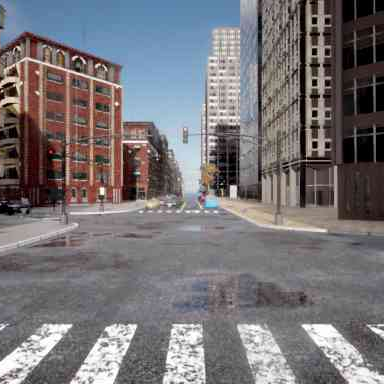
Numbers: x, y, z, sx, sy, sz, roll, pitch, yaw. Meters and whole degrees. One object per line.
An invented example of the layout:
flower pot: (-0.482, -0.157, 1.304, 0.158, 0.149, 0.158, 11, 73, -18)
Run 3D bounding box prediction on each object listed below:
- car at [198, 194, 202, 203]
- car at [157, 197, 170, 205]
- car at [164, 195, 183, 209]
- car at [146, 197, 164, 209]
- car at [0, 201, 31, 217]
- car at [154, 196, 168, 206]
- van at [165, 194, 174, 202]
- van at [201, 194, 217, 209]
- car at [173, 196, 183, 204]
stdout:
car: (2.567, 1.644, 67.985, 1.887, 1.381, 4.507, 0, 0, 0)
car: (-5.313, 1.650, 62.434, 1.947, 1.339, 4.313, 0, 0, 0)
car: (-2.813, 1.537, 45.966, 2.128, 1.511, 4.902, 0, 0, 2)
car: (-5.312, 1.570, 45.606, 1.752, 1.417, 4.829, 0, 0, 0)
car: (-18.145, 1.650, 33.863, 4.902, 1.511, 2.128, -1, -1, 41)
car: (-5.312, 1.510, 56.882, 1.967, 1.590, 4.097, 0, 0, 0)
van: (-5.312, 1.474, 79.090, 1.690, 1.788, 3.998, 0, 0, 0)
van: (2.569, 1.386, 45.776, 1.690, 1.788, 3.998, 0, 0, 0)
car: (-2.775, 1.621, 66.420, 1.812, 1.442, 4.674, 0, 0, 1)
